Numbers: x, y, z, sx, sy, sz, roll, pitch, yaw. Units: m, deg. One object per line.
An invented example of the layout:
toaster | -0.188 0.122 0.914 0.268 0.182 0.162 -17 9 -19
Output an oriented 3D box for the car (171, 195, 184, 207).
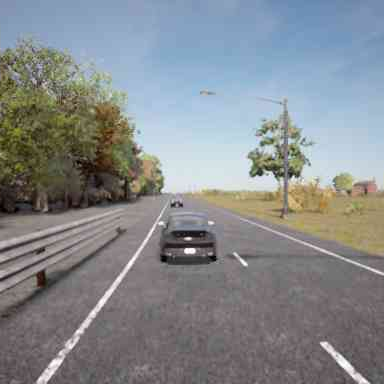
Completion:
car | -2.374 1.614 52.279 1.895 1.301 4.718 0 0 -3

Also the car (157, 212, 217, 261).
car | -0.195 1.514 12.352 1.837 1.490 4.892 0 0 -3

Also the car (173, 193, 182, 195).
car | -4.466 1.535 90.649 2.033 1.411 5.357 0 0 -3
